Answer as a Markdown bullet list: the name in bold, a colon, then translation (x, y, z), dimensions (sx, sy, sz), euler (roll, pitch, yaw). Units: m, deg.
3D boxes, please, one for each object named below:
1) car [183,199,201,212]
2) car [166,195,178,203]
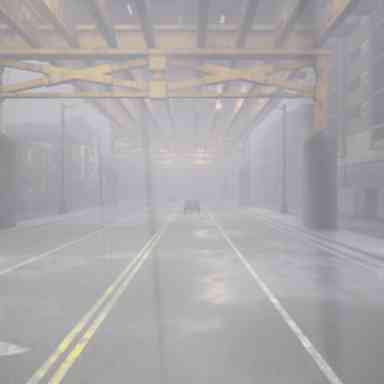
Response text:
- **car**: translation (0.021, 1.423, 36.148), dimensions (2.033, 1.411, 5.357), euler (0, 1, 1)
- **car**: translation (-3.530, 1.190, 59.296), dimensions (2.033, 1.411, 5.357), euler (0, 1, 1)
